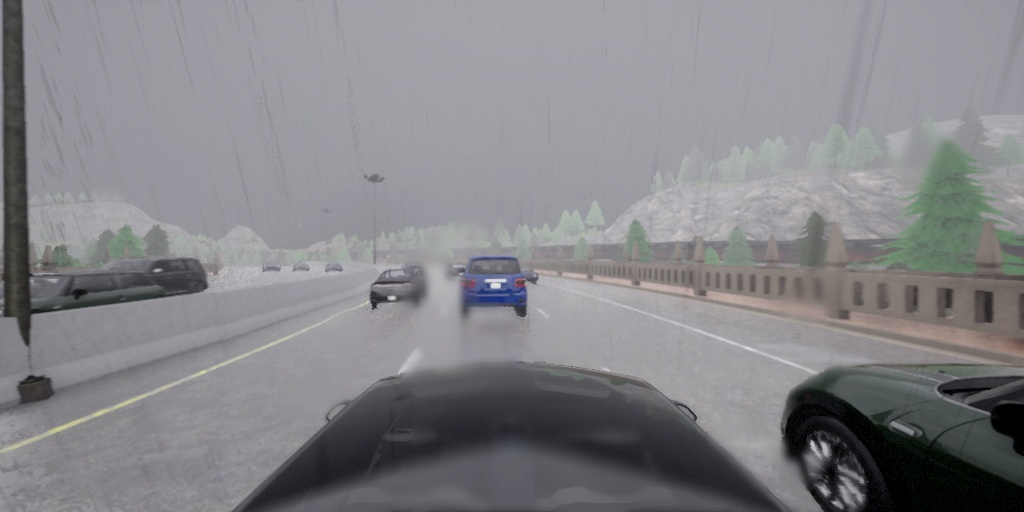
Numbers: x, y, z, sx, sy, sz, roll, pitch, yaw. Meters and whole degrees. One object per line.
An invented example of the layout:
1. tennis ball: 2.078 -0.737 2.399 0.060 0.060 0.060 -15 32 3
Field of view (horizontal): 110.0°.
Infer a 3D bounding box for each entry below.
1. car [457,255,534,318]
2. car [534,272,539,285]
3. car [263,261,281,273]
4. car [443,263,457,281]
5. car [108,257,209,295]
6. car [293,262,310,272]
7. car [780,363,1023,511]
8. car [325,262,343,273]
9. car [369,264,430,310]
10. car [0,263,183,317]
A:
1. car: -0.800 0.988 13.398 2.150 2.045 5.566 0 0 -7
2. car: 0.383 1.370 26.143 1.895 1.301 4.718 0 0 -14
3. car: -34.767 1.445 51.865 2.097 1.767 4.553 -1 0 -36
4. car: -4.777 1.332 31.408 1.812 1.442 4.674 0 0 -17
5. car: -15.311 1.070 14.894 2.150 2.045 5.566 0 0 -10
6. car: -30.731 1.613 52.259 1.994 1.385 4.181 -1 0 -35
7. car: 3.421 1.088 1.285 2.097 1.767 4.553 0 0 0
8. car: -24.058 1.542 48.417 1.994 1.385 4.181 -1 0 -31
9. car: -4.599 1.280 15.125 2.128 1.511 4.902 0 0 -8
10. car: -11.099 1.163 8.725 2.097 1.767 4.553 0 0 -5
